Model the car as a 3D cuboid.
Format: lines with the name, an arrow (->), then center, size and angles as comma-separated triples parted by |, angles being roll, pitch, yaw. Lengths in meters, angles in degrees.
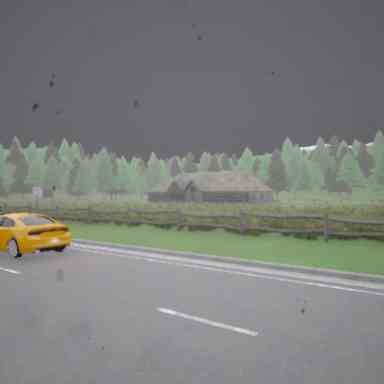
car -> -6.845, 1.582, 13.152 | 5.008, 1.535, 1.882 | 0, 0, 36
